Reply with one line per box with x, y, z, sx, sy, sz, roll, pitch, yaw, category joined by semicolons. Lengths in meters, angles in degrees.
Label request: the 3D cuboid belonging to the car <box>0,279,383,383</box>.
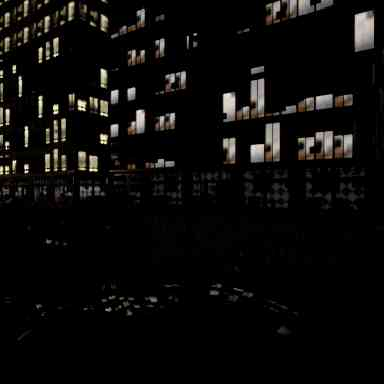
-0.441;1.566;3.184;4.313;1.339;1.947;0;0;36;car
